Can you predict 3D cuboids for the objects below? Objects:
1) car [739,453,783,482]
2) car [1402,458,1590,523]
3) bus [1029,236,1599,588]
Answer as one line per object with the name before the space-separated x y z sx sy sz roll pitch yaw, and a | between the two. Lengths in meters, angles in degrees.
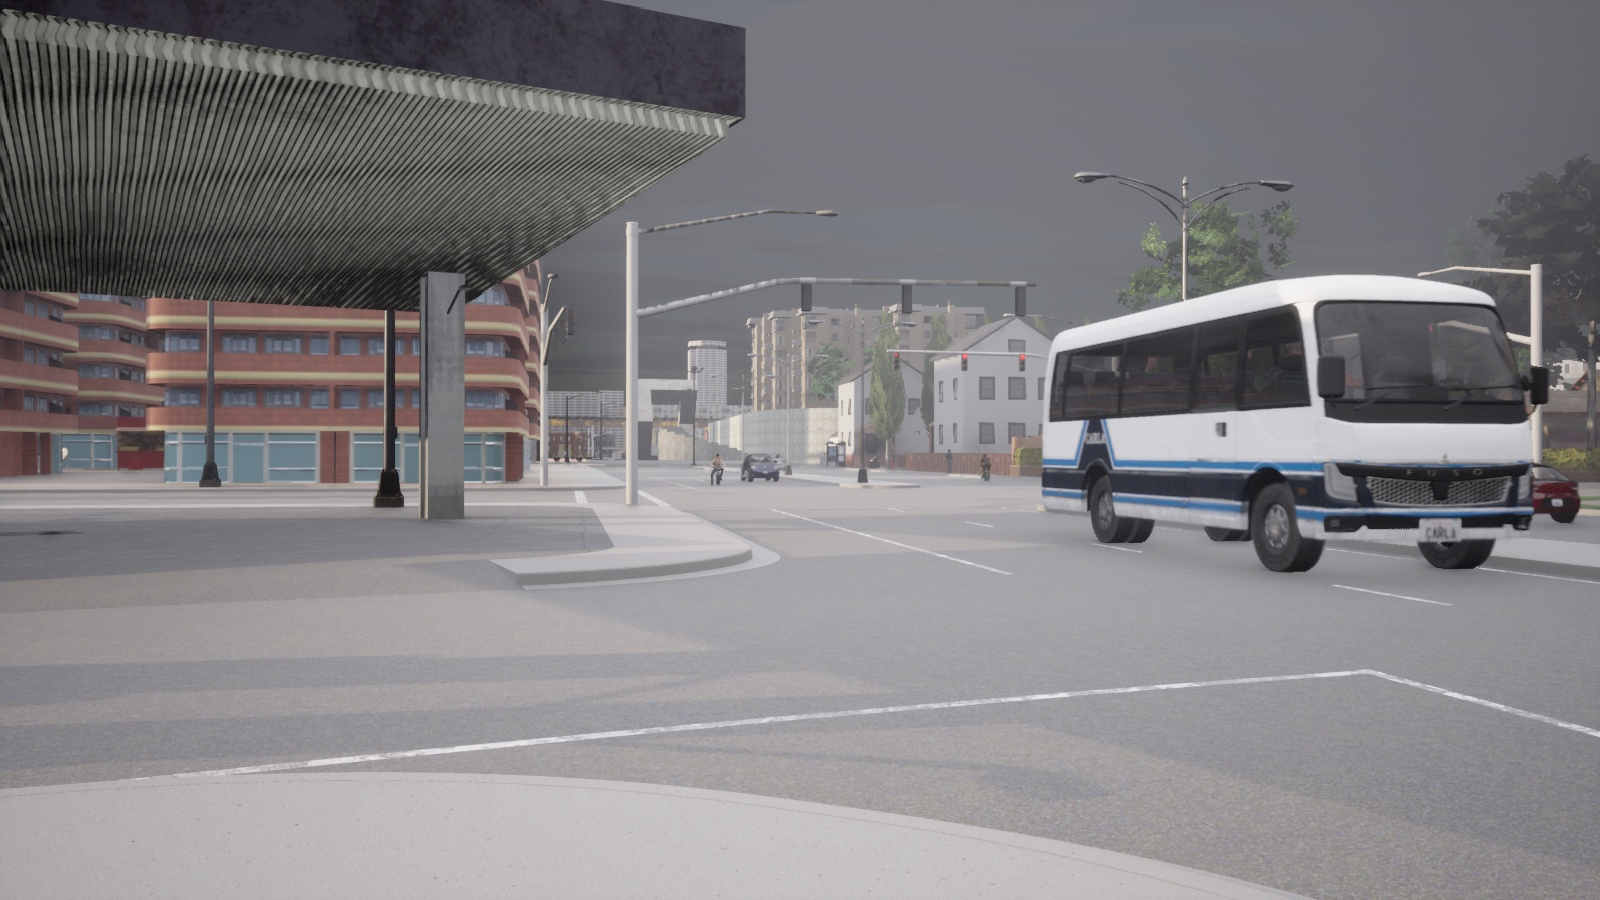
car | -2.267 0.976 71.987 1.851 1.617 3.988 0 0 -11
car | 17.183 0.951 31.257 1.816 1.474 4.193 0 0 -11
bus | 7.507 -0.445 20.572 3.944 4.253 10.273 0 0 -11
